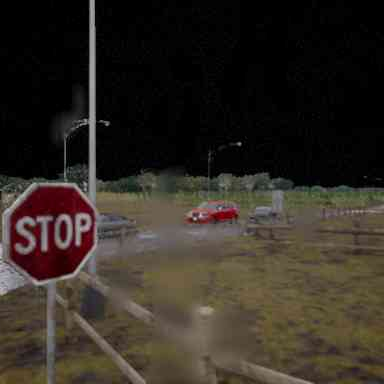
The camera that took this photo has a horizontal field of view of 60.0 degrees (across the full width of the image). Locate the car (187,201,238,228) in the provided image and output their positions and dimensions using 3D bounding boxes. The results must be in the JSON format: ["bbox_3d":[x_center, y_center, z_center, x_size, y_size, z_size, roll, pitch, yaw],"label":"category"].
[{"bbox_3d":[1.861,1.795,27.907,2.150,2.045,5.566,1,-1,36],"label":"car"}]

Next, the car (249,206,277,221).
[{"bbox_3d":[7.904,2.313,36.375,1.837,1.490,4.892,1,-1,36],"label":"car"}]

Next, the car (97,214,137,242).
[{"bbox_3d":[-4.960,1.899,18.218,1.994,1.385,4.181,1,-1,34],"label":"car"}]
